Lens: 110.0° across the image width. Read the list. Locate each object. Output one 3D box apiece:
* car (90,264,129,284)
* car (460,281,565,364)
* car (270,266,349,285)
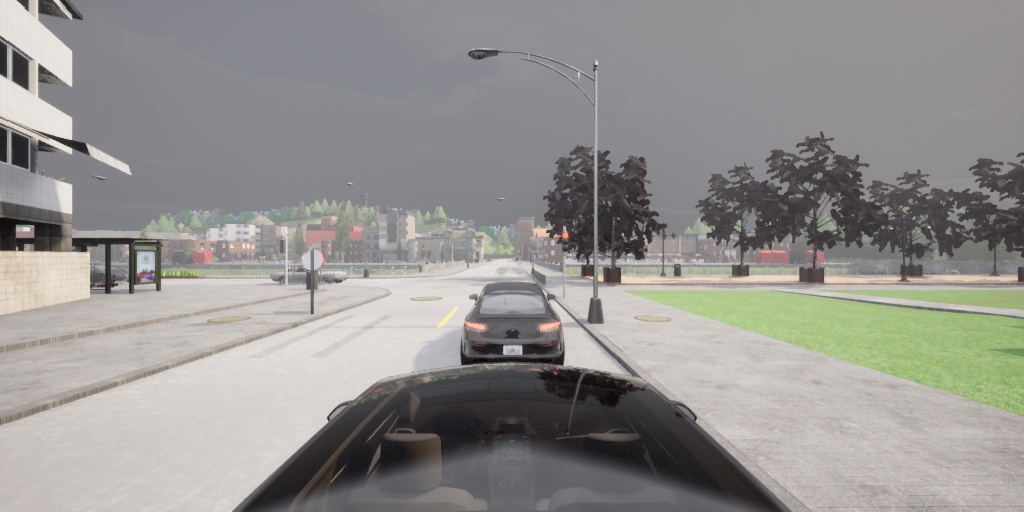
[{"bbox_3d":[-29.052,1.275,25.252,4.674,1.442,1.812,0,0,0],"label":"car"},{"bbox_3d":[0.007,1.276,7.794,1.812,1.442,4.674,0,0,0],"label":"car"},{"bbox_3d":[-14.188,1.351,25.354,4.718,1.301,1.895,0,0,0],"label":"car"}]
